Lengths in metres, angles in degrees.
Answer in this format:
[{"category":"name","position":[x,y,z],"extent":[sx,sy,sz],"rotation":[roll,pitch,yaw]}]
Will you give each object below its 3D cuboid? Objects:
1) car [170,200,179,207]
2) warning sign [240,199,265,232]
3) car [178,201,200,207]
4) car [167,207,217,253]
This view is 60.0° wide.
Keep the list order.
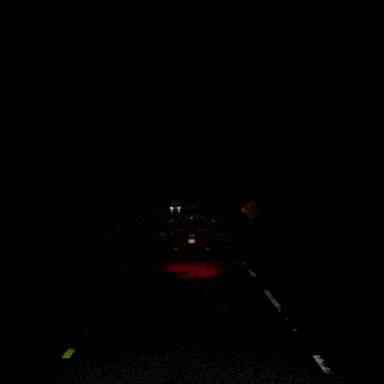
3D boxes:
[{"category":"car","position":[-3.540,2.439,70.949],"extent":[1.812,1.442,4.674],"rotation":[0,-1,0]},{"category":"warning sign","position":[3.550,1.339,19.676],"extent":[1.300,1.860,1.060],"rotation":[1,0,0]},{"category":"car","position":[-0.014,1.847,29.289],"extent":[1.837,1.490,4.892],"rotation":[0,0,0]},{"category":"car","position":[-0.004,1.640,14.451],"extent":[1.882,1.535,5.008],"rotation":[0,0,0]}]
